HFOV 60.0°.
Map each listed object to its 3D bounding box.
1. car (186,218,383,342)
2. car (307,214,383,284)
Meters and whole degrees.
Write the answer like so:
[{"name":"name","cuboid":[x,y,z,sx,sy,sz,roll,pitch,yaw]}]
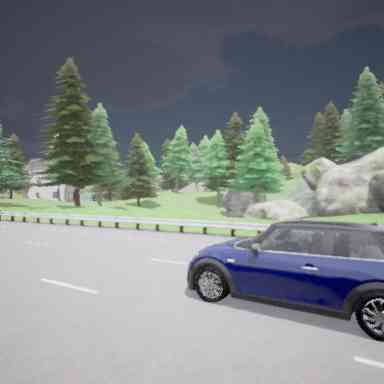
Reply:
[{"name":"car","cuboid":[2.087,1.339,6.676,4.553,1.767,2.097,0,0,35]},{"name":"car","cuboid":[5.727,1.453,8.421,5.008,1.535,1.882,0,0,35]}]
